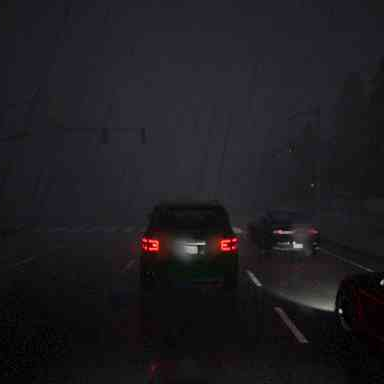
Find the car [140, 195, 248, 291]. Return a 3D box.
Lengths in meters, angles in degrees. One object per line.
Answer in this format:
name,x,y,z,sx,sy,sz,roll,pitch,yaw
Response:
car,-0.093,1.221,9.156,2.150,2.045,5.566,0,0,-1

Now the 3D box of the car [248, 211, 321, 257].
car,3.342,1.491,12.911,2.128,1.511,4.902,0,0,0

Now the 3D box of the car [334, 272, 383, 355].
car,3.428,1.564,4.003,1.994,1.385,4.181,0,0,-1
